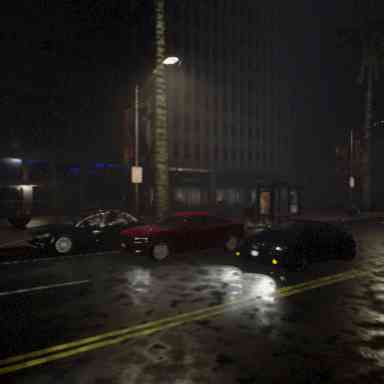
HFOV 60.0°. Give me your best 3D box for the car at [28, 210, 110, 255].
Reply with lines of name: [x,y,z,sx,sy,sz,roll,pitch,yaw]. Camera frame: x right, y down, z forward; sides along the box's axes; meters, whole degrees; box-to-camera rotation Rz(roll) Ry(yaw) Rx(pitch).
car: [-3.902,1.487,13.475,4.892,1.521,2.231,0,0,-35]

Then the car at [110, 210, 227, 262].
car: [-0.227,1.487,12.425,5.008,1.535,1.882,0,0,-35]

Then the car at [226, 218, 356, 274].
car: [3.428,1.576,10.728,4.181,1.385,1.994,0,0,-35]
